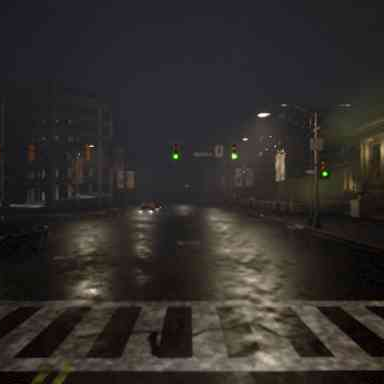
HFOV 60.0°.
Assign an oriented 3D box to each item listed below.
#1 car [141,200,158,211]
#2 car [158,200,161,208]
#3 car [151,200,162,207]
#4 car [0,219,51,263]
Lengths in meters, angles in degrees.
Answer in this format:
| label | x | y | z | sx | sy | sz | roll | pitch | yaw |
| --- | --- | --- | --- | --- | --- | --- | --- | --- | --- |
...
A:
| label | x | y | z | sx | sy | sz | roll | pitch | yaw |
| --- | --- | --- | --- | --- | --- | --- | --- | --- | --- |
| car | -7.083 | 2.160 | 53.655 | 1.882 | 1.535 | 5.008 | 0 | -1 | 0 |
| car | -7.081 | 2.306 | 63.110 | 1.837 | 1.490 | 4.892 | 0 | -1 | 0 |
| car | -7.879 | 2.476 | 73.687 | 2.033 | 1.411 | 5.357 | 0 | -1 | -10 |
| car | -7.092 | 1.703 | 12.252 | 2.033 | 1.411 | 5.357 | 0 | -1 | 0 |
